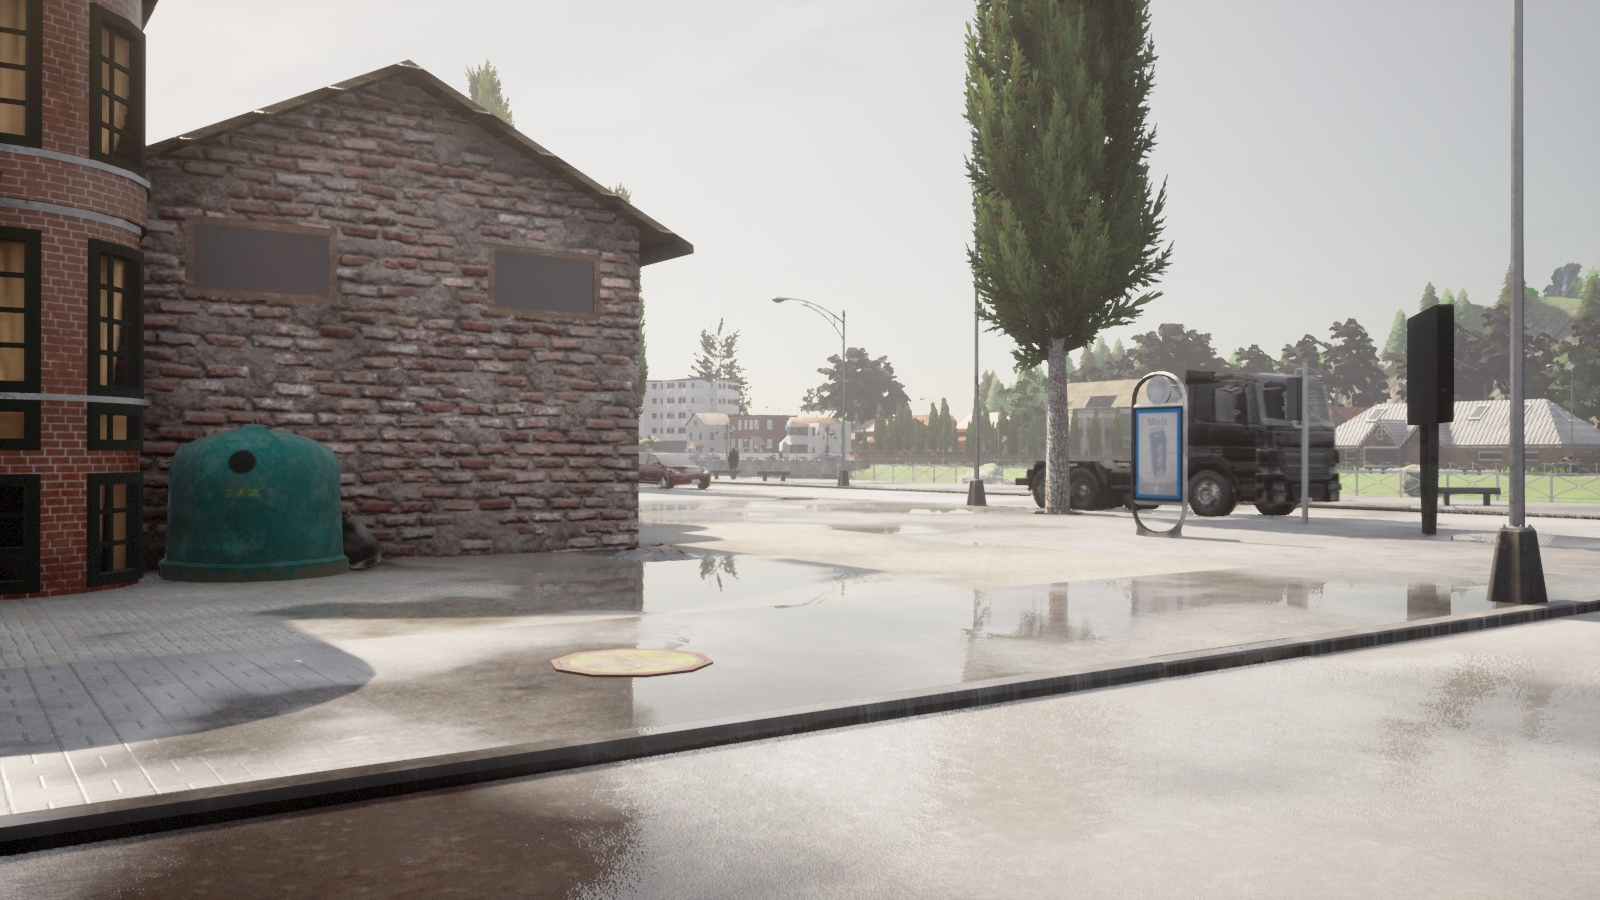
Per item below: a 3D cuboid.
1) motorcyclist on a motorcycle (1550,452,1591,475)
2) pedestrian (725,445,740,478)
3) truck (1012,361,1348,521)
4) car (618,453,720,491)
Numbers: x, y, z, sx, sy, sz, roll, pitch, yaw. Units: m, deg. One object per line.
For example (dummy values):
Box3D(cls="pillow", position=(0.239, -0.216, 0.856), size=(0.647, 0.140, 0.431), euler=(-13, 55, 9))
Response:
Box3D(cls="motorcyclist on a motorcycle", position=(51.937, 0.874, 84.672), size=(0.866, 1.530, 2.191), euler=(0, 0, -35))
Box3D(cls="pedestrian", position=(-3.795, 0.634, 70.523), size=(0.634, 1.844, 0.899), euler=(0, 0, -18))
Box3D(cls="truck", position=(9.134, -0.181, 31.266), size=(2.891, 3.462, 7.936), euler=(0, 0, -35))
Box3D(cls="car", position=(-5.499, 0.883, 52.259), size=(2.163, 1.488, 4.792), euler=(0, 0, -35))
